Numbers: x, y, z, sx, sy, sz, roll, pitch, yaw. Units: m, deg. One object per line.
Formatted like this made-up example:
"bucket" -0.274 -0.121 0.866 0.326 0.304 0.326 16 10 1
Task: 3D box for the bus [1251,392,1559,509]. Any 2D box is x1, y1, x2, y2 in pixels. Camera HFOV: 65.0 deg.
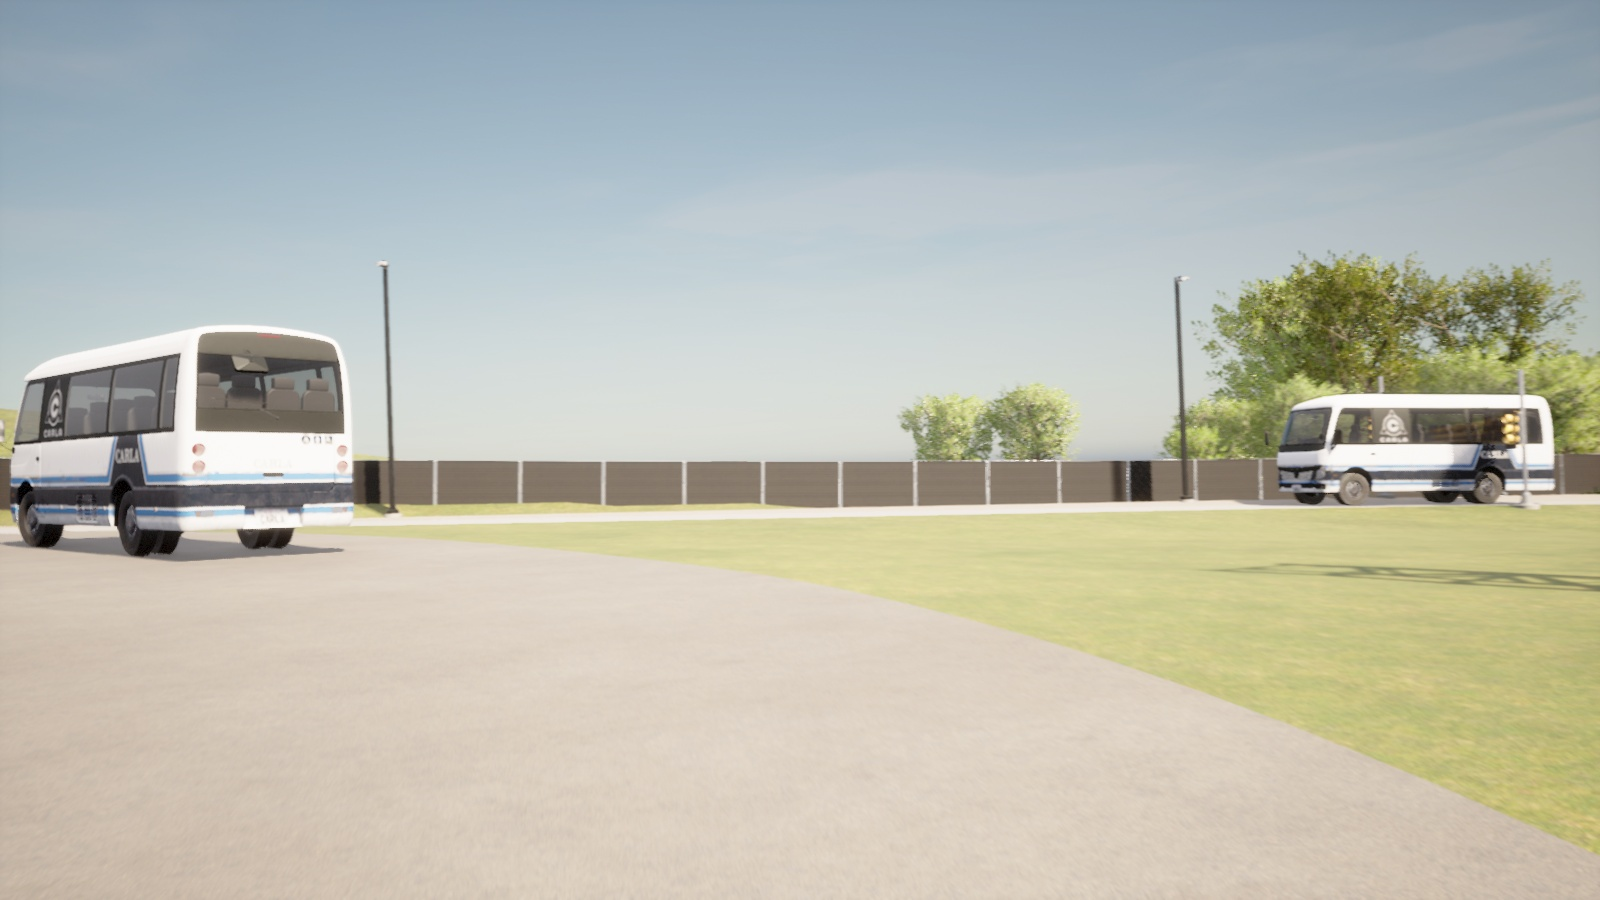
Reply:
"bus" 23.208 0.065 48.449 10.273 4.253 3.944 0 -1 -10

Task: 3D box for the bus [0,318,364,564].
"bus" -13.665 -0.031 26.620 10.273 4.253 3.944 -2 -2 42
